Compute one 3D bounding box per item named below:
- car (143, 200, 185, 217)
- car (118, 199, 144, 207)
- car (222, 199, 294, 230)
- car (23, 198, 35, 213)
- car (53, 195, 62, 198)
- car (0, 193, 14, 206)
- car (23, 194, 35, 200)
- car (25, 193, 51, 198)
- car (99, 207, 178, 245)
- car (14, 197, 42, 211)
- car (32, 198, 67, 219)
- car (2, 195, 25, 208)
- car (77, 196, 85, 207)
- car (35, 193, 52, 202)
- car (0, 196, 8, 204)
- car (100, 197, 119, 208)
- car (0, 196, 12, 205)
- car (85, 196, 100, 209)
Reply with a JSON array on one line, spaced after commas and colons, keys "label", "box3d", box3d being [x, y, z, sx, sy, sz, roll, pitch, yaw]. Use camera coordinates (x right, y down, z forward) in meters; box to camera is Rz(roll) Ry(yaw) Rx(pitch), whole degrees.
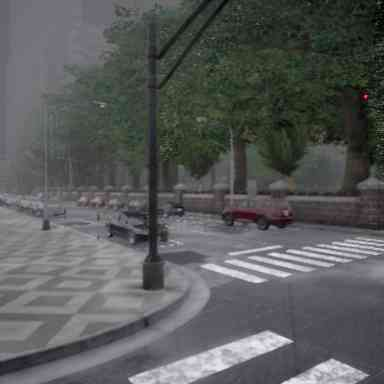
[{"label": "car", "box3d": [-2.310, 1.535, 30.069, 1.947, 1.339, 4.313, -1, 1, -36]}, {"label": "car", "box3d": [-5.515, 1.495, 34.485, 2.008, 1.369, 4.403, -1, 1, -36]}, {"label": "car", "box3d": [4.097, 1.335, 21.234, 2.192, 1.841, 5.009, -1, 1, -36]}, {"label": "car", "box3d": [-15.615, 1.567, 33.891, 1.802, 1.307, 4.206, -1, 1, -36]}, {"label": "car", "box3d": [-24.840, 1.322, 61.122, 1.752, 1.417, 4.829, -1, 1, -36]}, {"label": "car", "box3d": [-28.434, 1.201, 51.557, 2.192, 1.841, 5.009, -1, 1, -36]}, {"label": "car", "box3d": [-40.761, 1.253, 83.068, 1.947, 1.339, 4.313, -1, 1, -36]}, {"label": "car", "box3d": [-21.695, 1.362, 46.974, 1.882, 1.535, 5.008, -1, 1, -36]}, {"label": "car", "box3d": [-2.797, 1.651, 16.223, 1.947, 1.339, 4.313, -1, 1, -36]}, {"label": "car", "box3d": [-18.820, 1.542, 38.308, 1.802, 1.307, 4.206, -1, 1, -36]}, {"label": "car", "box3d": [-12.411, 1.561, 29.473, 2.008, 1.369, 4.403, -1, 1, -36]}, {"label": "car", "box3d": [-25.229, 1.493, 47.142, 1.802, 1.307, 4.206, -1, 1, -36]}, {"label": "car", "box3d": [-15.128, 1.310, 47.735, 1.967, 1.590, 4.097, -1, 1, -36]}, {"label": "car", "box3d": [-31.150, 1.068, 69.816, 2.192, 1.841, 5.009, -1, 1, -36]}, {"label": "car", "box3d": [-34.843, 1.385, 60.393, 1.887, 1.381, 4.507, -1, 1, -36]}, {"label": "car", "box3d": [-8.719, 1.470, 38.902, 2.008, 1.369, 4.403, -1, 1, -36]}, {"label": "car", "box3d": [-31.638, 1.407, 55.975, 1.887, 1.381, 4.507, -1, 1, -36]}, {"label": "car", "box3d": [-11.924, 1.335, 43.318, 1.967, 1.590, 4.097, -1, 1, -36]}]
